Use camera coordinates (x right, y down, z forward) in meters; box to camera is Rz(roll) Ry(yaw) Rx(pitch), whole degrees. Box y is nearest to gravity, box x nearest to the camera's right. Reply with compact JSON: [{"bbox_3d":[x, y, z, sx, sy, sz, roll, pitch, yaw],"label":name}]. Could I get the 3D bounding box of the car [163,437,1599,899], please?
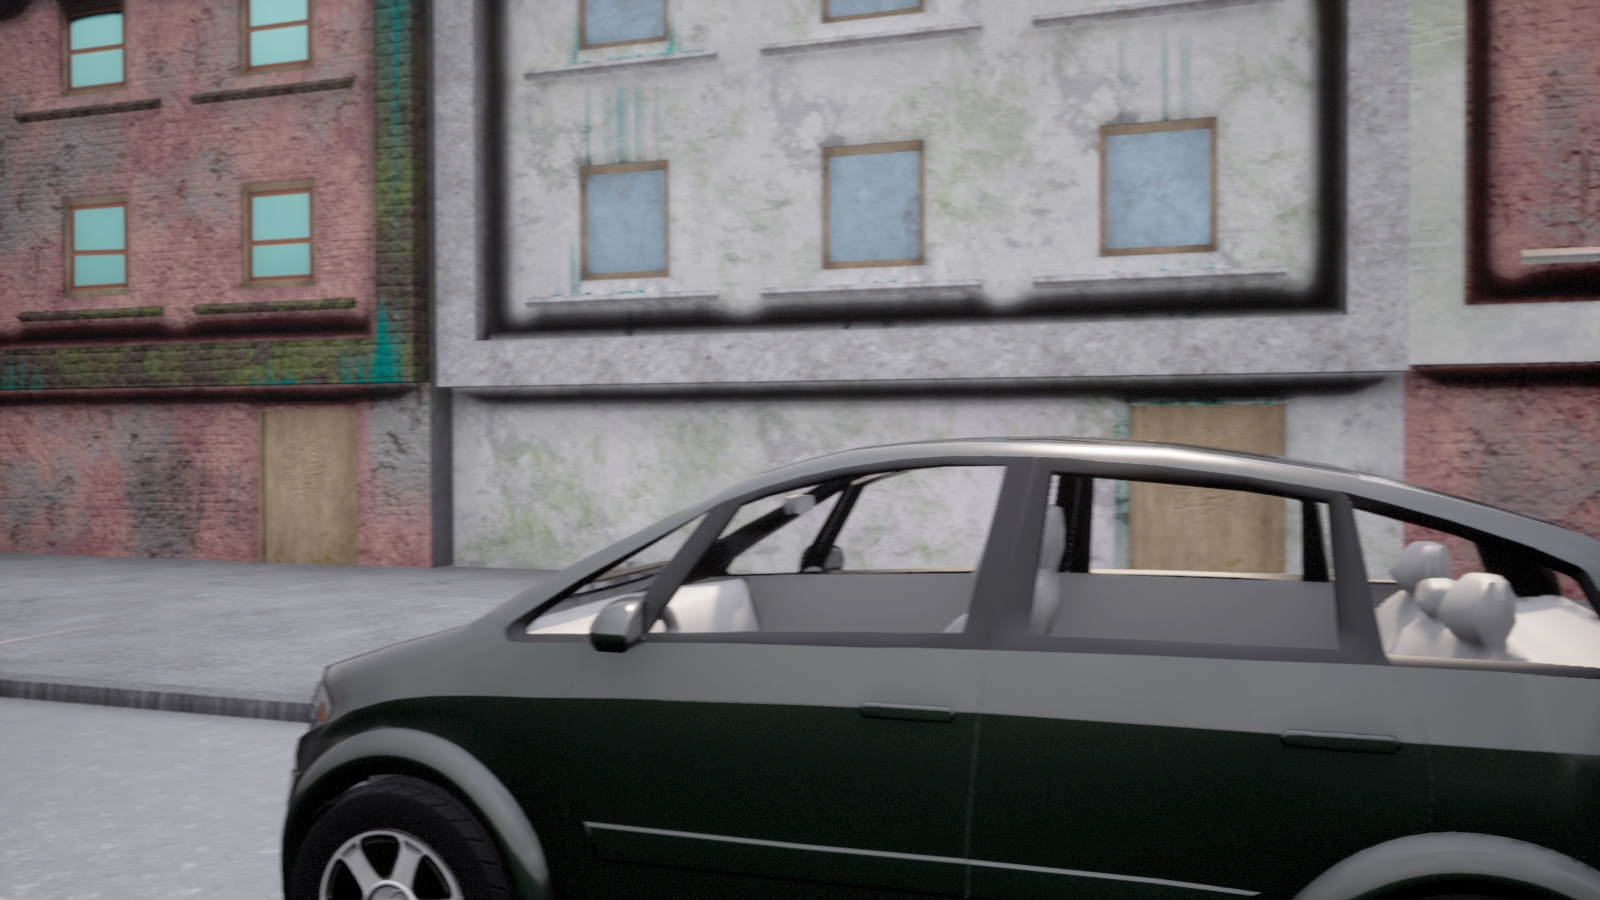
[{"bbox_3d":[0.348,0.747,3.602,3.705,1.549,1.789,0,1,19],"label":"car"}]
